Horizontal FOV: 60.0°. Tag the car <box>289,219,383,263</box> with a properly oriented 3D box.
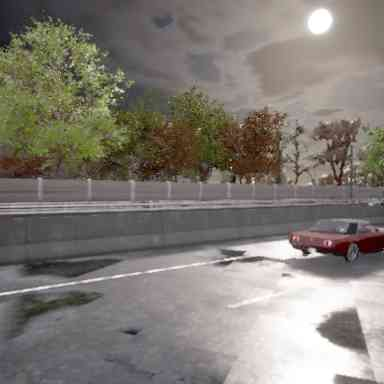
[{"bbox_3d":[5.784,1.642,12.219,4.718,1.301,1.895,0,0,-35],"label":"car"}]

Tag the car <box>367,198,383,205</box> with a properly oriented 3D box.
[{"bbox_3d":[28.085,1.715,49.779,4.902,1.511,2.128,0,0,-35],"label":"car"}]
